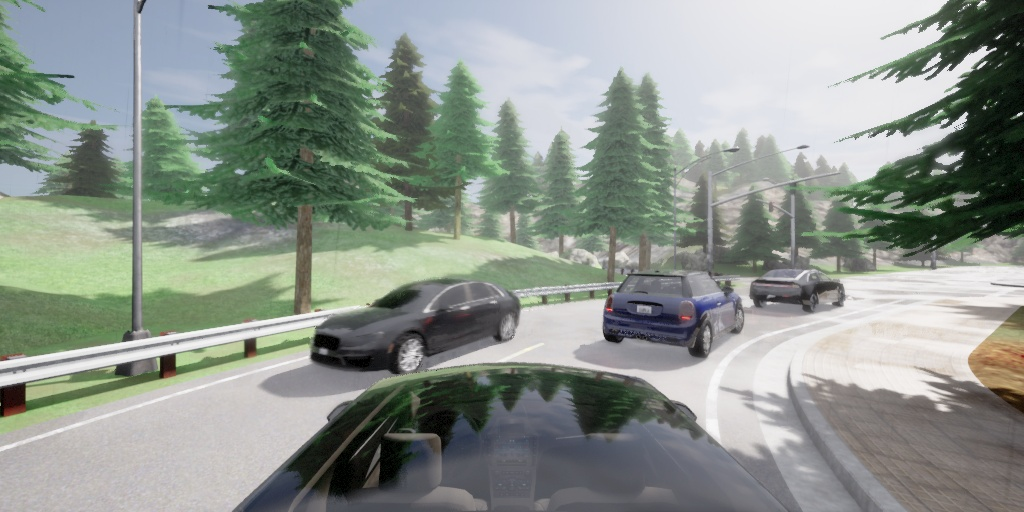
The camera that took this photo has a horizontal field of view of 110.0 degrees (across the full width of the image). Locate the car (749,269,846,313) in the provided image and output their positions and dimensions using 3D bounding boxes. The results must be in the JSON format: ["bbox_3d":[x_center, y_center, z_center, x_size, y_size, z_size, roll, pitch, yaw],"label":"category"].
[{"bbox_3d":[11.282,1.255,14.102,4.902,1.511,2.128,0,0,-33],"label":"car"}]

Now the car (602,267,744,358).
[{"bbox_3d":[4.126,1.109,8.857,2.097,1.767,4.553,0,0,43],"label":"car"}]

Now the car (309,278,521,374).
[{"bbox_3d":[-1.628,1.261,7.656,1.837,1.490,4.892,-1,-1,33],"label":"car"}]
